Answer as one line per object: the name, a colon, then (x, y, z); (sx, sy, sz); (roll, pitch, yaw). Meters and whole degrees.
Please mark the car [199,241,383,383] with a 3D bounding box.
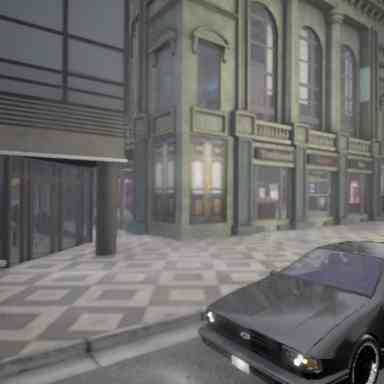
car: (2.722, 1.548, 5.268); (5.357, 1.411, 2.033); (0, 0, -35)
